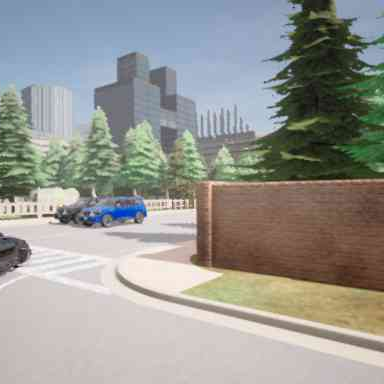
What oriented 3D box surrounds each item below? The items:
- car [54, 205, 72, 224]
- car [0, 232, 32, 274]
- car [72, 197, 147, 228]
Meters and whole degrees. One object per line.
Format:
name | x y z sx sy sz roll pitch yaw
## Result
car | -8.186 1.433 26.800 2.150 2.045 5.566 -1 0 35
car | -6.085 1.660 9.035 1.994 1.385 4.181 -1 0 -5
car | -5.635 1.400 24.434 2.150 2.045 5.566 -1 0 32
